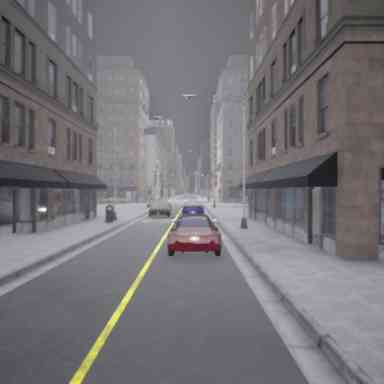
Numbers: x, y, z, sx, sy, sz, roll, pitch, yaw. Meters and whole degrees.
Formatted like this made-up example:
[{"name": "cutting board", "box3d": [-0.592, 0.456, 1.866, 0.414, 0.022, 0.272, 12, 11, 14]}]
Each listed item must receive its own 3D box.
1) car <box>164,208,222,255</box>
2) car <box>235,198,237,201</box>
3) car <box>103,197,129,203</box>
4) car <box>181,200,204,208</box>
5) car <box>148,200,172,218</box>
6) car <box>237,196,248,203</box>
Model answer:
[{"name": "car", "box3d": [0.091, 1.567, 13.371, 1.994, 1.385, 4.181, 0, 0, 0]}, {"name": "car", "box3d": [11.758, 1.573, 73.420, 4.507, 1.381, 1.887, 0, 0, 0]}, {"name": "car", "box3d": [-14.923, 1.579, 65.412, 4.829, 1.417, 1.752, 0, 0, 0]}, {"name": "car", "box3d": [0.090, 1.488, 29.691, 1.882, 1.535, 5.008, 0, 0, 0]}, {"name": "car", "box3d": [-2.853, 1.489, 30.717, 1.882, 1.535, 5.008, 0, 0, 0]}, {"name": "car", "box3d": [11.753, 1.611, 65.395, 4.403, 1.369, 2.008, 0, 0, 0]}]
